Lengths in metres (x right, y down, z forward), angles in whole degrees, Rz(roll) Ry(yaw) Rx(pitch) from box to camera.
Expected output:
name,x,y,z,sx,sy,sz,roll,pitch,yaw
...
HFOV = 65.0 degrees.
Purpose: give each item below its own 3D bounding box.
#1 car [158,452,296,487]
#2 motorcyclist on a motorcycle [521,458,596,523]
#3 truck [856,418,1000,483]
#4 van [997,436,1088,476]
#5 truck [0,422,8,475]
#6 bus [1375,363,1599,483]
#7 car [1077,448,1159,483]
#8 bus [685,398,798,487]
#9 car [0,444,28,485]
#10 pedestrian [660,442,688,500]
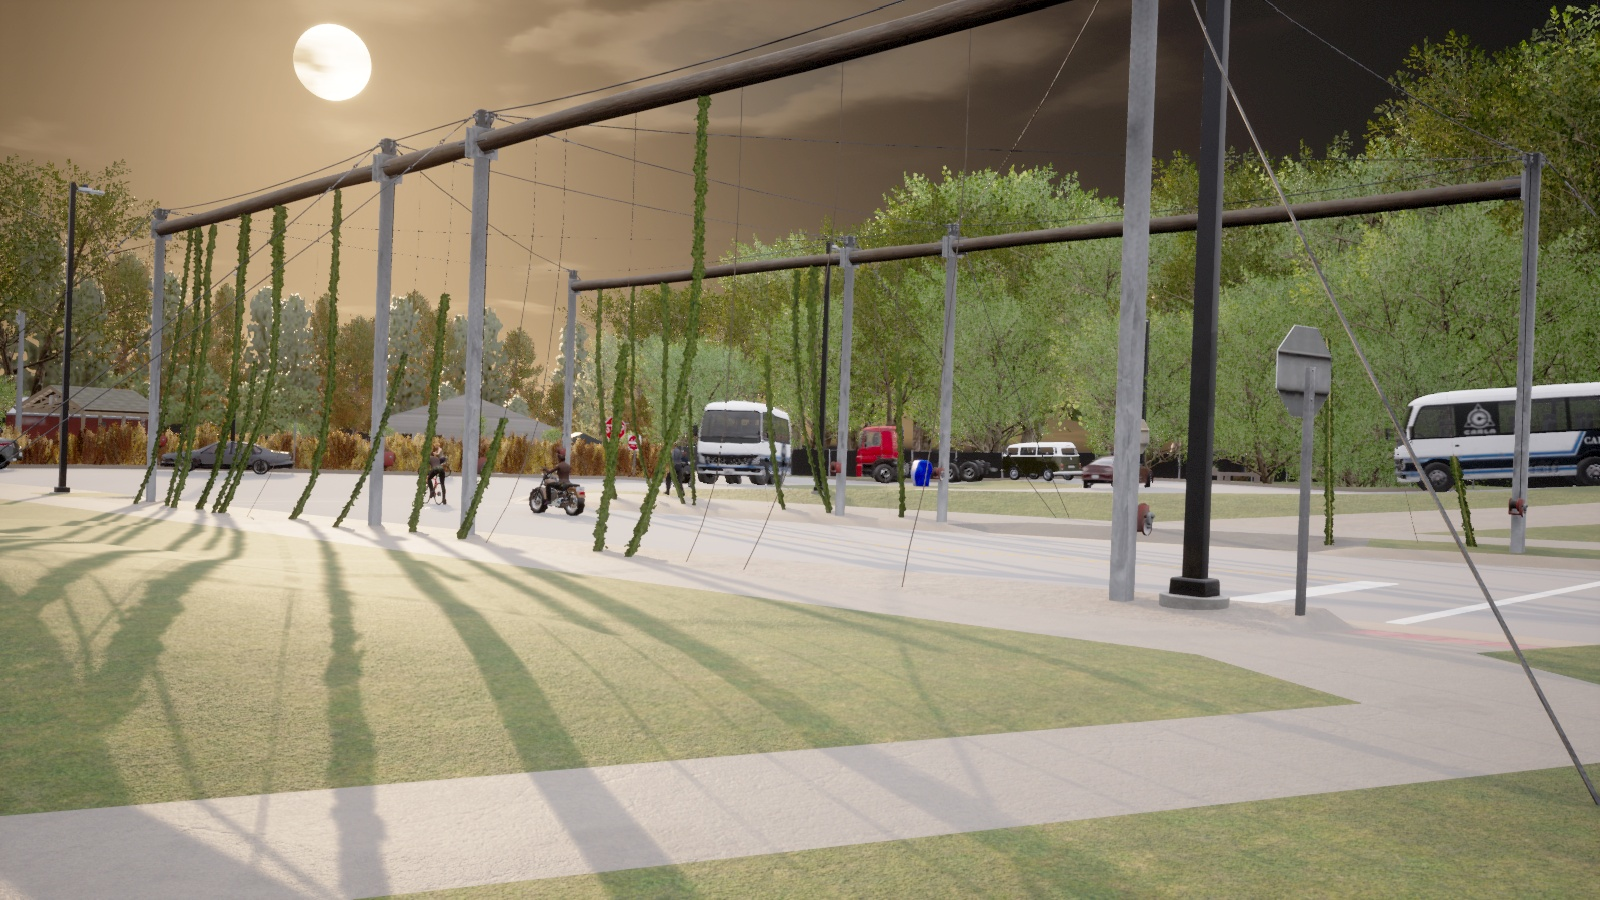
name,x,y,z,sx,sy,sz,roll,pitch,yaw
car,-24.987,0.853,55.004,5.357,1.411,2.033,1,1,-20
motorcyclist on a motorcycle,-6.378,1.052,33.081,2.350,1.649,0.766,-1,-1,45
truck,7.530,0.047,73.965,7.936,3.462,2.891,-2,-1,16
van,12.881,0.328,66.969,2.069,2.038,4.480,-2,1,-36
truck,-55.703,-0.022,80.341,7.936,3.462,2.891,-1,1,-18
bus,29.713,-1.099,52.030,10.273,4.253,3.944,-4,-2,22
car,14.122,0.664,55.662,1.812,1.442,4.674,-1,0,37
bus,-2.836,-0.244,65.680,3.944,4.253,10.273,0,-1,9
car,-34.776,0.611,51.455,5.027,1.651,2.152,-1,1,-20
pedestrian,-4.101,0.665,40.738,0.694,1.848,0.540,1,0,40
